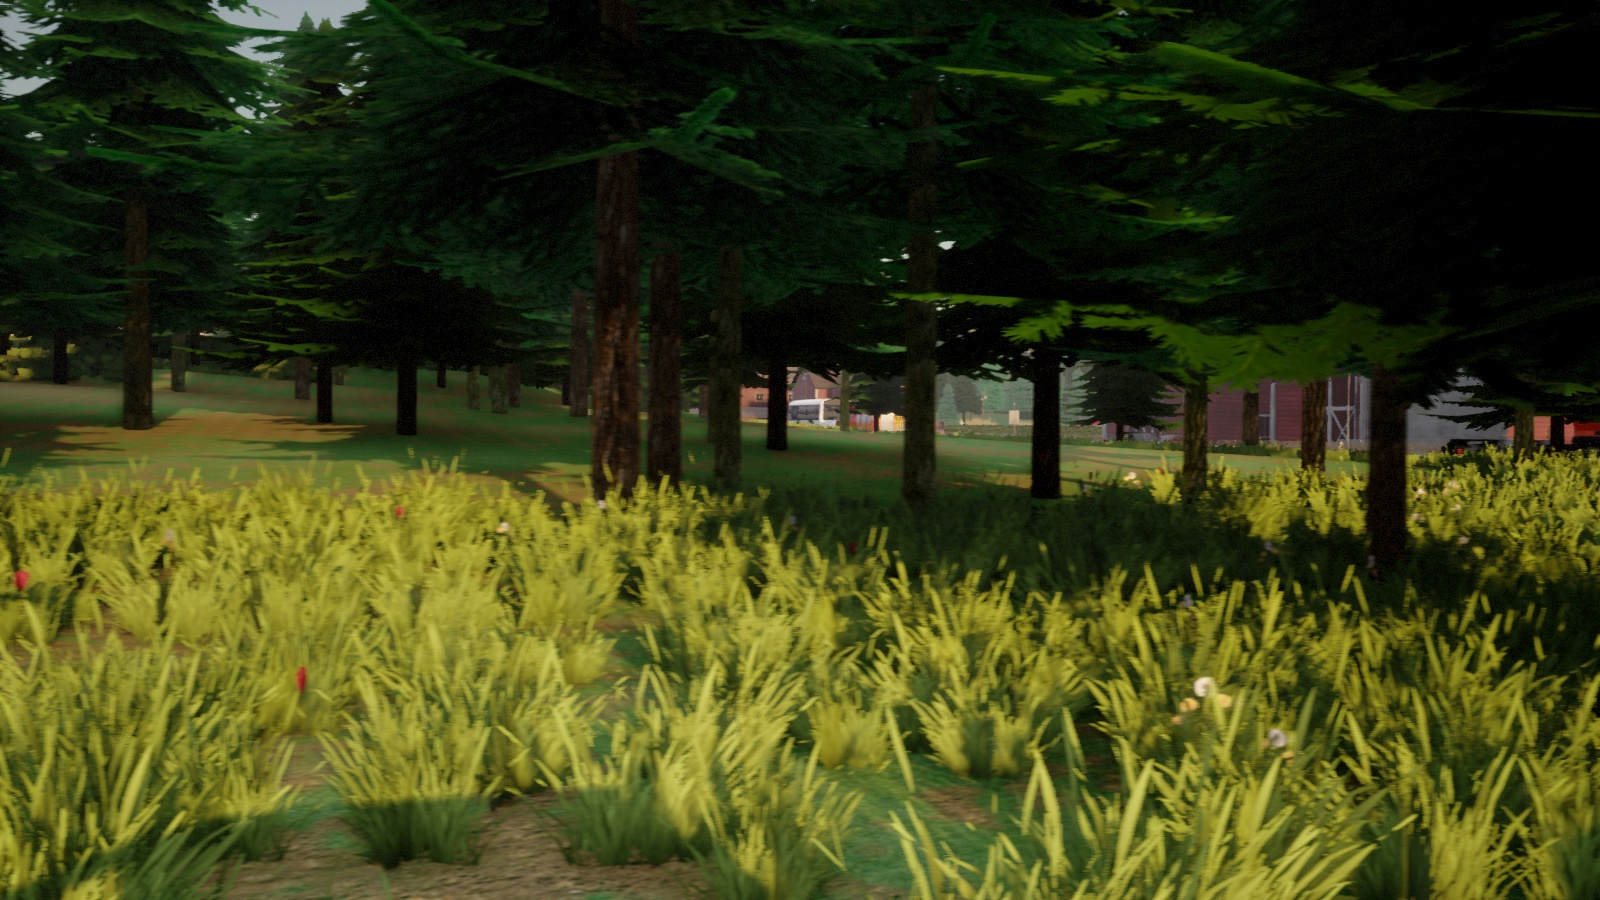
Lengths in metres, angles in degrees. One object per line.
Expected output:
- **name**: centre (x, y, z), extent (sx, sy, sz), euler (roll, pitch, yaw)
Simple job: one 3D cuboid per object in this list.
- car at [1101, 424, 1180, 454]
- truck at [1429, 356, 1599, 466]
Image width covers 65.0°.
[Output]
- **car**: centre (17.455, -0.569, 64.642), extent (1.816, 1.474, 4.193), euler (-1, 1, -20)
- **truck**: centre (25.627, -1.292, 42.453), extent (2.891, 3.462, 7.936), euler (-1, 1, -20)
